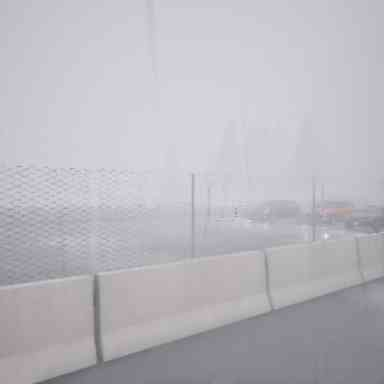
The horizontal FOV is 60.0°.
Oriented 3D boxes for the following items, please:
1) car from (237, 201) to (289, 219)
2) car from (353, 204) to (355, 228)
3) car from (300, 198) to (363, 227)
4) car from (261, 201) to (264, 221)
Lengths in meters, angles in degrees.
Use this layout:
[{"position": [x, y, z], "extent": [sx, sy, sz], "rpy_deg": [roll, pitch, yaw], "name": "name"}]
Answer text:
[{"position": [6.428, 1.551, 29.929], "extent": [4.674, 1.442, 1.812], "rpy_deg": [1, 0, -35], "name": "car"}, {"position": [11.410, 1.556, 20.607], "extent": [4.674, 1.442, 1.812], "rpy_deg": [0, 0, -35], "name": "car"}, {"position": [10.064, 1.381, 23.934], "extent": [4.553, 1.767, 2.097], "rpy_deg": [0, 0, -35], "name": "car"}, {"position": [6.455, 1.372, 25.688], "extent": [4.553, 1.767, 2.097], "rpy_deg": [0, 0, -35], "name": "car"}]
